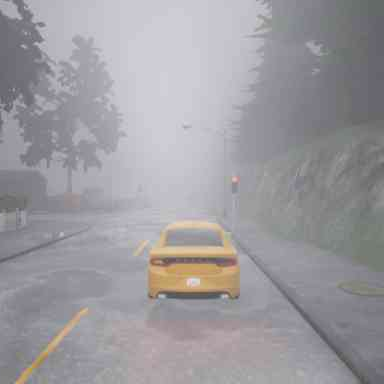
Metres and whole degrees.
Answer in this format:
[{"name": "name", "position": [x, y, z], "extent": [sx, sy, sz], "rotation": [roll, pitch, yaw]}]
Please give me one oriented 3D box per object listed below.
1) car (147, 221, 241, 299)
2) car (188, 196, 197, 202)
[{"name": "car", "position": [0.050, 1.473, 8.484], "extent": [1.882, 1.535, 5.008], "rotation": [0, 0, 1]}, {"name": "car", "position": [0.017, 1.470, 71.017], "extent": [1.895, 1.301, 4.718], "rotation": [0, 0, 0]}]
